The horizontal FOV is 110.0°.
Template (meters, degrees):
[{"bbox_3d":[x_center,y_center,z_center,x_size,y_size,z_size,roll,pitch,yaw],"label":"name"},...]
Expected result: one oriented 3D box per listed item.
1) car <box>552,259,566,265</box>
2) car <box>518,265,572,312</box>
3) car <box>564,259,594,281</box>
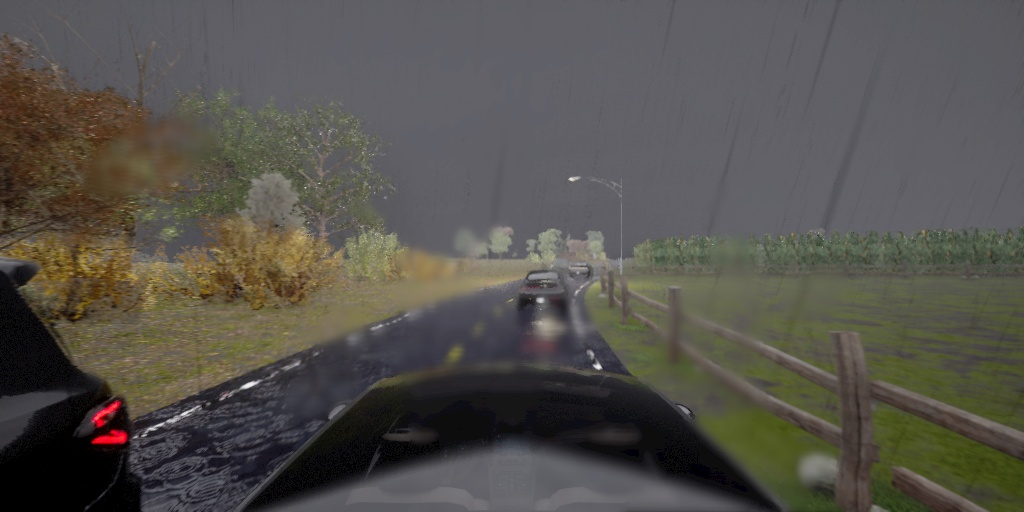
[{"bbox_3d":[5.742,1.122,40.539,2.097,1.767,4.553,0,0,18],"label":"car"},{"bbox_3d":[1.392,1.272,14.430,1.837,1.490,4.892,0,0,9],"label":"car"},{"bbox_3d":[6.525,1.266,33.497,2.128,1.511,4.902,0,0,18],"label":"car"}]
